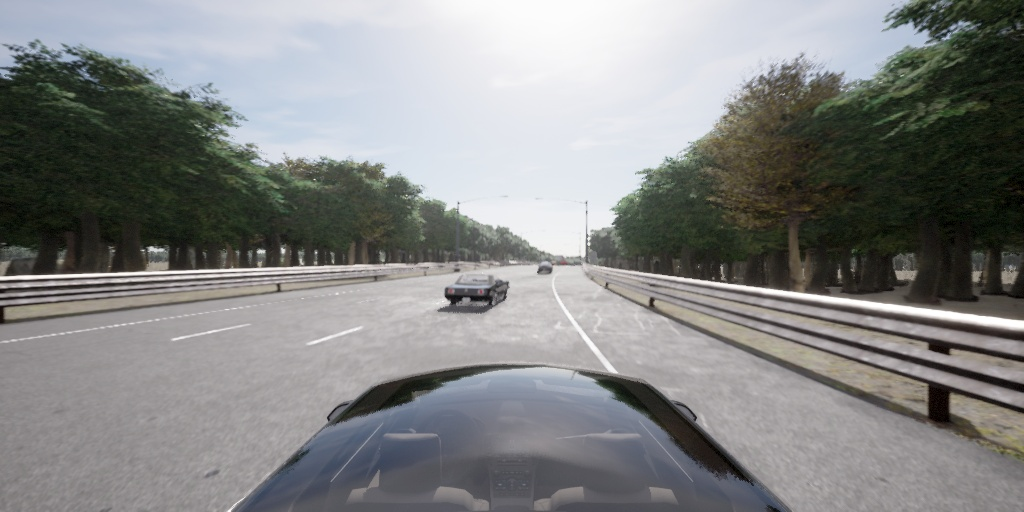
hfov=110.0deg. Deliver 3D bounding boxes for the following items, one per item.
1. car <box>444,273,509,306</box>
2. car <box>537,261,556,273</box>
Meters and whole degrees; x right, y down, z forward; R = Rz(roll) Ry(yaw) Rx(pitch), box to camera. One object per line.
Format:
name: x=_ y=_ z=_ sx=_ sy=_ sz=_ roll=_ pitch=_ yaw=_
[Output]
car: x=-1.383 y=1.436 z=16.246 sx=1.895 sy=1.301 sz=4.718 roll=0 pitch=0 yaw=10
car: x=4.637 y=1.588 z=49.393 sx=1.812 sy=1.442 sz=4.674 roll=0 pitch=0 yaw=10
